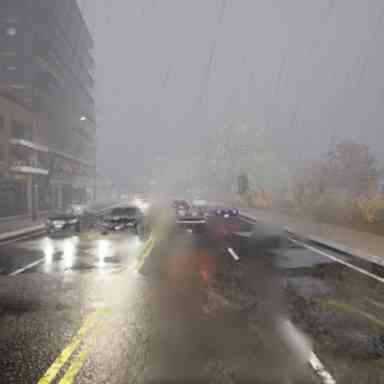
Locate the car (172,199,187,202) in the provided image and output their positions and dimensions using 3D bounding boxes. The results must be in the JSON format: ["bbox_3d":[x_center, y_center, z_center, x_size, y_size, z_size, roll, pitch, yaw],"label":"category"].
[{"bbox_3d":[-1.386,1.544,38.365,1.994,1.385,4.181,0,0,-4],"label":"car"}]

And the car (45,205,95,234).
[{"bbox_3d":[-7.001,1.511,19.658,2.128,1.511,4.902,0,0,-2],"label":"car"}]

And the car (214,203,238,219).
[{"bbox_3d":[2.567,1.577,28.069,1.895,1.301,4.718,0,0,-3],"label":"car"}]

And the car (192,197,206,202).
[{"bbox_3d":[1.032,1.486,47.481,1.812,1.442,4.674,0,0,-5],"label":"car"}]

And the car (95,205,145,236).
[{"bbox_3d":[-3.707,1.514,18.508,1.837,1.490,4.892,0,0,-2],"label":"car"}]

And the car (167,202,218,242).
[{"bbox_3d":[-0.176,1.487,16.441,2.128,1.511,4.902,0,0,-2],"label":"car"}]
